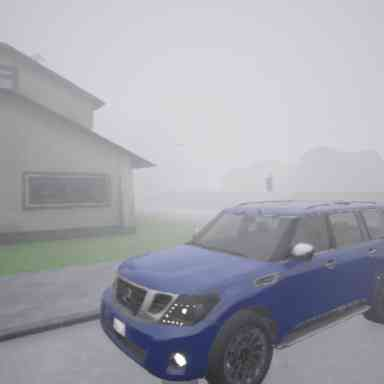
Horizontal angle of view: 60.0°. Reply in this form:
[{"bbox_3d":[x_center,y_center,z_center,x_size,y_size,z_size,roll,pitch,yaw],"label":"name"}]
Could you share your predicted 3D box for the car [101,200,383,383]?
[{"bbox_3d":[1.401,1.191,5.482,5.566,2.045,2.150,-1,0,-35],"label":"car"}]
